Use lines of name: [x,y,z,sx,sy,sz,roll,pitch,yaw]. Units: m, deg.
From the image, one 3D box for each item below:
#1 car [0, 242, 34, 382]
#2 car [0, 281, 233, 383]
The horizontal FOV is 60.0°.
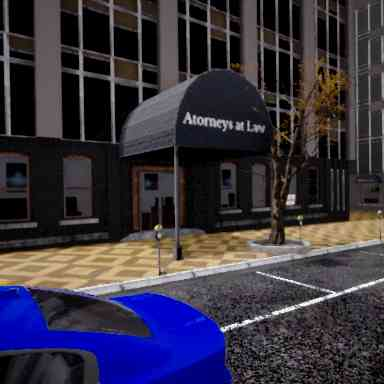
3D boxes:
car: [-4.428,1.527,3.438,4.829,1.417,1.752,0,-1,-35]
car: [-2.015,1.478,1.954,5.008,1.535,1.882,0,0,-35]
